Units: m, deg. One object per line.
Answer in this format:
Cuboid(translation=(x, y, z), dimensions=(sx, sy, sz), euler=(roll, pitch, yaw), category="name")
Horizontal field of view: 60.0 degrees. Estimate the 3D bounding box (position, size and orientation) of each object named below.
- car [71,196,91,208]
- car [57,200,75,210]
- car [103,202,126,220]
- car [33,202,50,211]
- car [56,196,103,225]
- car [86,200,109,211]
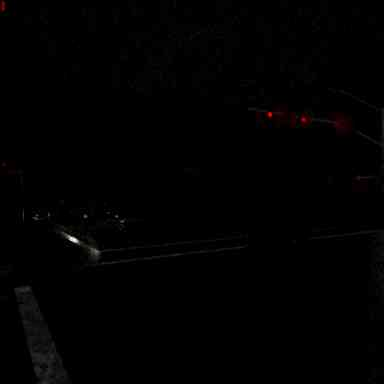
Cuboid(translation=(-19.215, 1.653, 57.289), dimensions=(2.150, 2.045, 5.566), euler=(-1, 0, -31), category="car")
Cuboid(translation=(-19.134, 1.942, 50.331), dimensions=(1.812, 1.442, 4.674), euler=(-1, 0, -31), category="car")
Cuboid(translation=(-7.970, 1.770, 31.504), dimensions=(2.033, 1.411, 5.357), euler=(-1, 0, -31), category="car")
Cuboid(translation=(-21.524, 2.043, 47.491), dimensions=(1.895, 1.301, 4.718), euler=(-1, 0, -31), category="car")
Cuboid(translation=(-9.250, 1.451, 26.822), dimensions=(2.150, 2.045, 5.566), euler=(-1, 0, -31), category="car")
Cuboid(translation=(-13.845, 1.887, 48.408), dimensions=(2.033, 1.411, 5.357), euler=(-1, 0, -30), category="car")
